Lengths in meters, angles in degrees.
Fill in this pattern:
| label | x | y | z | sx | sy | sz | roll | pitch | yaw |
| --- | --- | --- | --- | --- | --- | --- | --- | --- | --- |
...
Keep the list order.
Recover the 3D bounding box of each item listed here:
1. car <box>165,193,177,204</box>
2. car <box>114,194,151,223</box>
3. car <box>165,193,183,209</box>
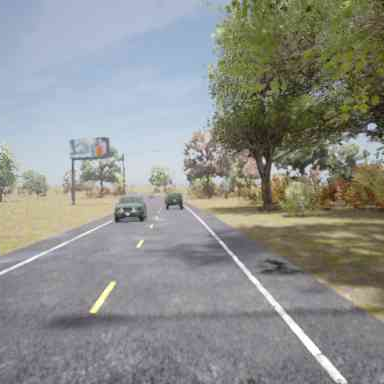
| label | x | y | z | sx | sy | sz | roll | pitch | yaw |
| --- | --- | --- | --- | --- | --- | --- | --- | --- | --- |
| car | -4.120 | 1.205 | 63.612 | 2.097 | 1.767 | 4.553 | -1 | 0 | -5 |
| car | -4.820 | 1.253 | 26.783 | 2.150 | 2.045 | 5.566 | -1 | 0 | -4 |
| car | -2.356 | 1.119 | 44.241 | 2.150 | 2.045 | 5.566 | -1 | 0 | -5 |
